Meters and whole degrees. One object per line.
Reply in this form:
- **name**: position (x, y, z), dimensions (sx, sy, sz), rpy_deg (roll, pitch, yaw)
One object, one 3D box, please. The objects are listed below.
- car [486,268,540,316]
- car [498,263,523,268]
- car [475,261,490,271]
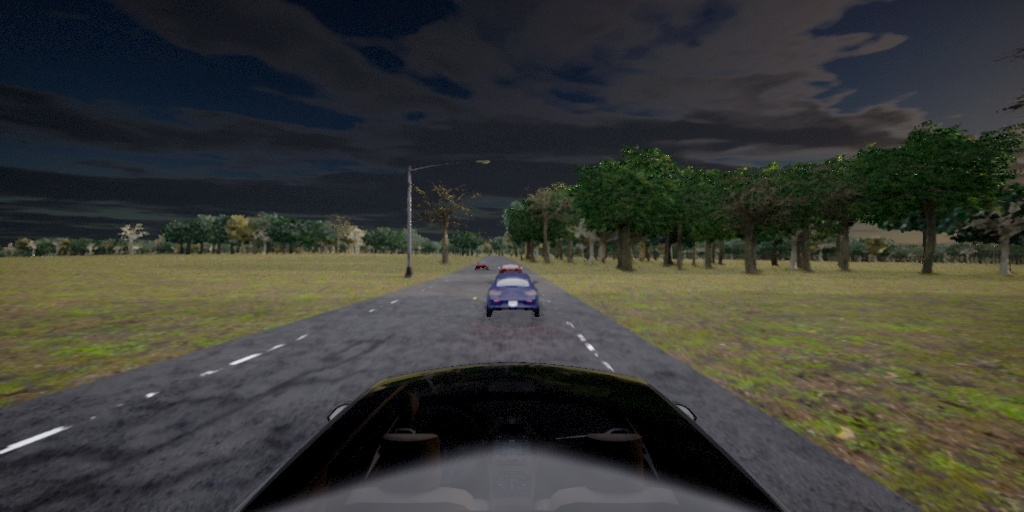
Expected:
- **car**: position (0.030, 1.336, 13.571), dimensions (1.812, 1.442, 4.674), rpy_deg (0, 0, 0)
- **car**: position (-0.121, 1.295, 29.099), dimensions (1.882, 1.535, 5.008), rpy_deg (0, 0, 0)
- **car**: position (-4.156, 1.356, 50.281), dimensions (1.895, 1.301, 4.718), rpy_deg (0, 0, -1)
